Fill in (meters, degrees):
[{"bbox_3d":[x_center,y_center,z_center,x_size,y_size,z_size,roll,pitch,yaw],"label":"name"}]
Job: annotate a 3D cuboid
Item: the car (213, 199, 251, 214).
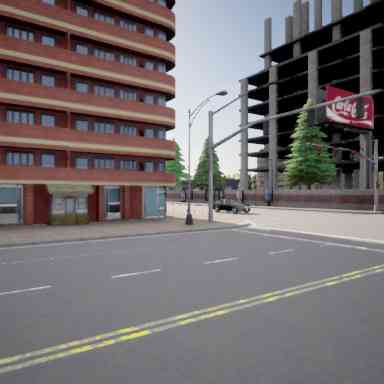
[{"bbox_3d":[4.202,1.514,35.893,2.128,1.511,4.902,0,0,-35],"label":"car"}]
